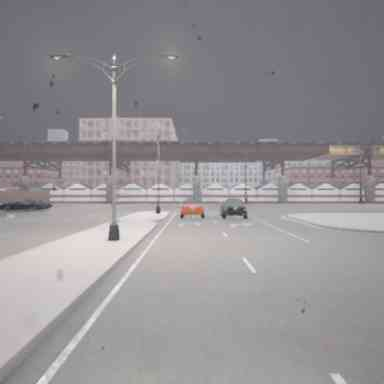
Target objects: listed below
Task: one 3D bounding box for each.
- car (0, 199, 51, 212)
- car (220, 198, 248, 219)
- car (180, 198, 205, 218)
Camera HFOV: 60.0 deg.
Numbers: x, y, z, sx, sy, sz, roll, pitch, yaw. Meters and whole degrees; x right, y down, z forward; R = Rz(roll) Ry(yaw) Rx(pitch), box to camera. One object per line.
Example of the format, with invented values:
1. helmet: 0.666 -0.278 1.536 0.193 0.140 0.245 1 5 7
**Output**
1. car: -19.220 1.618 38.021 4.718 1.301 1.895 0 0 0
2. car: 3.591 1.366 29.334 2.097 1.767 4.553 0 0 1
3. car: 0.052 1.366 30.319 2.097 1.767 4.553 0 0 0
